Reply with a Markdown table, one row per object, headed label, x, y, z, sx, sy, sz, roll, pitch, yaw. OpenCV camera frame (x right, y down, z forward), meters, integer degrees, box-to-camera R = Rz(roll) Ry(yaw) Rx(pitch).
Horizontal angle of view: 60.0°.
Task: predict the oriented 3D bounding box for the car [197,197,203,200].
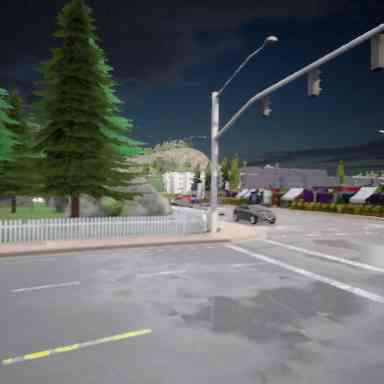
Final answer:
| label | x | y | z | sx | sy | sz | roll | pitch | yaw |
| --- | --- | --- | --- | --- | --- | --- | --- | --- | --- |
| car | 1.272 | 1.905 | 70.339 | 1.837 | 1.490 | 4.892 | 1 | 0 | -19 |

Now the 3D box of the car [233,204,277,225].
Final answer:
| label | x | y | z | sx | sy | sz | roll | pitch | yaw |
| --- | --- | --- | --- | --- | --- | --- | --- | --- | --- |
| car | 4.954 | 1.743 | 26.778 | 1.837 | 1.490 | 4.892 | 1 | 0 | -18 |

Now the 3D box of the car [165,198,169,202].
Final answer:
| label | x | y | z | sx | sy | sz | roll | pitch | yaw |
| --- | --- | --- | --- | --- | --- | --- | --- | --- | --- |
| car | -4.529 | 1.762 | 54.494 | 1.837 | 1.490 | 4.892 | 1 | 0 | -18 |

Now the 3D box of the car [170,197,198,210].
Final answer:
| label | x | y | z | sx | sy | sz | roll | pitch | yaw |
| --- | --- | --- | --- | --- | --- | --- | --- | --- | --- |
| car | -1.256 | 1.756 | 44.870 | 1.837 | 1.490 | 4.892 | 1 | 0 | -19 |

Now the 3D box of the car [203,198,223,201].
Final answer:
| label | x | y | z | sx | sy | sz | roll | pitch | yaw |
| --- | --- | --- | --- | --- | --- | --- | --- | --- | --- |
| car | 4.303 | 1.888 | 61.607 | 2.128 | 1.511 | 4.902 | 1 | 0 | -19 |

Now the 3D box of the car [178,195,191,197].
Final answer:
| label | x | y | z | sx | sy | sz | roll | pitch | yaw |
| --- | --- | --- | --- | --- | --- | --- | --- | --- | --- |
| car | -1.795 | 1.579 | 68.646 | 2.150 | 2.045 | 5.566 | 1 | 0 | -19 |

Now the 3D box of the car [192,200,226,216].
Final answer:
| label | x | y | z | sx | sy | sz | roll | pitch | yaw |
| --- | --- | --- | --- | --- | --- | --- | --- | --- | --- |
| car | 1.953 | 1.846 | 35.514 | 1.895 | 1.301 | 4.718 | 1 | 0 | -19 |
